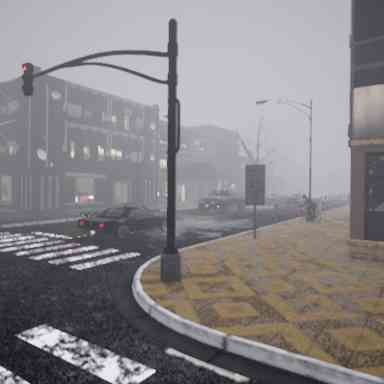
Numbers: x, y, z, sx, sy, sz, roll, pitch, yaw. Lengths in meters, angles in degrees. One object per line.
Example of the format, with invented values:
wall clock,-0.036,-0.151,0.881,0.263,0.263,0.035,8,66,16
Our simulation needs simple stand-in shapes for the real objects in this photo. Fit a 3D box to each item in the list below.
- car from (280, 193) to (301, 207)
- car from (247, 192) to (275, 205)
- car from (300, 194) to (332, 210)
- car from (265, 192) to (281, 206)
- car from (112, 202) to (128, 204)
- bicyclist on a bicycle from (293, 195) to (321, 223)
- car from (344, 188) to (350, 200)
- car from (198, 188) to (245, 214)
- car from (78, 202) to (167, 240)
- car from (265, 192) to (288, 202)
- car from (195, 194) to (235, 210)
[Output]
car,11.954,0.881,36.821,2.033,1.411,5.357,1,1,34
car,8.865,0.759,42.618,1.887,1.381,4.507,2,2,35
car,12.652,0.962,33.066,2.008,1.369,4.403,2,2,35
car,10.157,0.873,39.805,1.895,1.301,4.718,1,1,35
car,-4.070,1.283,19.298,1.895,1.301,4.718,1,1,35
bicyclist on a bicycle,6.777,0.983,19.596,1.656,1.620,0.582,0,1,35
car,25.415,0.586,51.684,1.887,1.381,4.507,2,2,35
car,2.782,0.705,29.172,2.150,2.045,5.566,1,2,35
car,-2.874,1.355,15.782,1.895,1.301,4.718,1,1,35
car,12.105,0.705,47.240,1.802,1.307,4.206,2,2,35
car,2.391,0.949,33.373,2.008,1.369,4.403,2,2,35
